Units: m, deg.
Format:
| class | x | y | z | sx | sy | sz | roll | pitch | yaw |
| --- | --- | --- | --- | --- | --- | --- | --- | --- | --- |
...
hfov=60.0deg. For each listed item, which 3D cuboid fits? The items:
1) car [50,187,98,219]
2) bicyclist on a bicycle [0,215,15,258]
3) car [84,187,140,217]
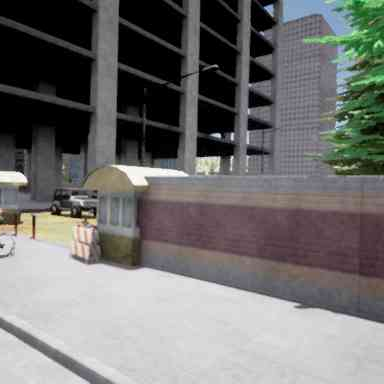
| class | x | y | z | sx | sy | sz | roll | pitch | yaw |
| --- | --- | --- | --- | --- | --- | --- | --- | --- | --- |
| car | -7.616 | 0.650 | 21.778 | 3.866 | 1.878 | 1.905 | 2 | 1 | 38 |
| bicyclist on a bicycle | -5.562 | 1.027 | 8.869 | 0.582 | 1.620 | 1.656 | 2 | 1 | 37 |
| car | -5.818 | 0.663 | 24.106 | 3.866 | 1.878 | 1.905 | 2 | 1 | 38 |
